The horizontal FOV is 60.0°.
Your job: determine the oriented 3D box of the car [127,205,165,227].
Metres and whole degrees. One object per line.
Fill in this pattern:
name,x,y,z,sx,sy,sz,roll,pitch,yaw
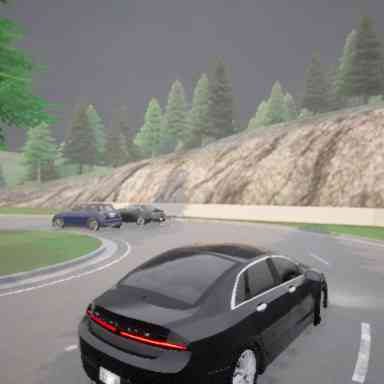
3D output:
car,-4.204,1.674,24.194,4.902,1.511,2.128,0,-1,32

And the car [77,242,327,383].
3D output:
car,0.654,1.552,5.126,1.837,1.490,4.892,2,1,36

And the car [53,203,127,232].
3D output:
car,-6.807,1.498,21.448,4.553,1.767,2.097,0,0,28
